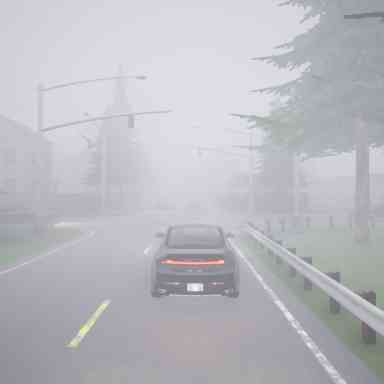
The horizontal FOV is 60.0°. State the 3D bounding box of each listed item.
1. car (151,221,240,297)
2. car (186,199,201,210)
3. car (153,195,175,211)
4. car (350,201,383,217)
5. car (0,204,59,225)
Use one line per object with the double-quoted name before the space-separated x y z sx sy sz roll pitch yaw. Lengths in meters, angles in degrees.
"car" 0.078 1.505 8.533 1.837 1.490 4.892 0 0 0
"car" 0.223 1.547 42.873 2.033 1.411 5.357 0 0 -1
"car" -3.525 1.505 41.726 1.837 1.490 4.892 0 0 0
"car" 15.326 1.490 26.742 4.892 1.490 1.837 0 0 0
"car" -11.578 1.549 23.257 4.181 1.385 1.994 0 0 0
